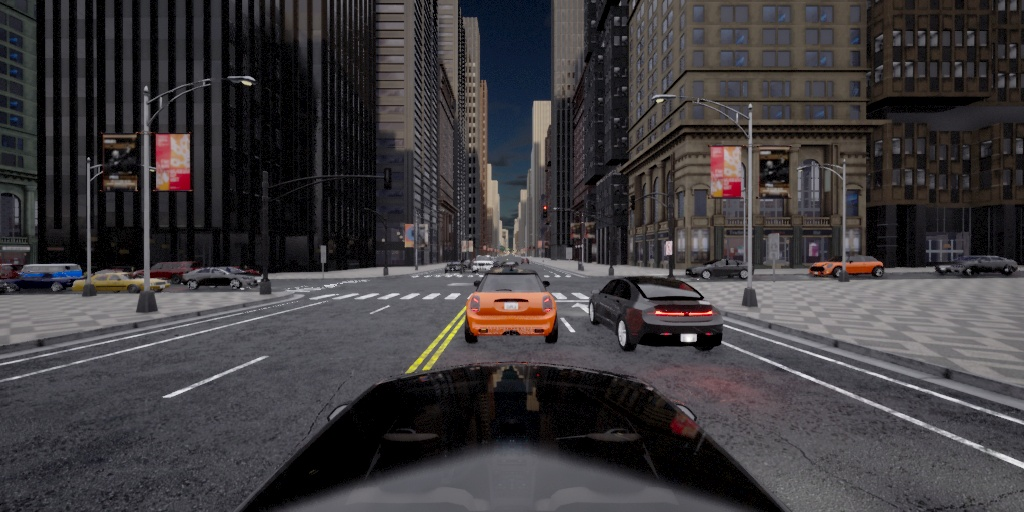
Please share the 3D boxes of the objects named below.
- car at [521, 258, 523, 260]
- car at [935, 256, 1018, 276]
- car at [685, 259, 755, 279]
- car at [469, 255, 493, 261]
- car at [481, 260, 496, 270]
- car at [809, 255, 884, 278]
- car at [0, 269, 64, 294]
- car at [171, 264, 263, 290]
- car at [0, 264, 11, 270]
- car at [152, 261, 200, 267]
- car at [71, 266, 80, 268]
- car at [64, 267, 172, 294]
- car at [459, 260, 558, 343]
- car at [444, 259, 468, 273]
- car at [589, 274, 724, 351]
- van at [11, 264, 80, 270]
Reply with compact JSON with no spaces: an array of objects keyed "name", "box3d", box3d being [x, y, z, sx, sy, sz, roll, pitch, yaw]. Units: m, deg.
[{"name":"car","box3d":[-0.247,1.213,37.630,1.882,1.535,5.008,1,0,6]},{"name":"car","box3d":[36.085,0.723,27.949,4.902,1.511,2.128,-1,0,0]},{"name":"car","box3d":[16.121,1.003,27.941,4.892,1.490,1.837,-1,0,0]},{"name":"car","box3d":[-3.456,0.951,43.252,2.150,2.045,5.566,0,0,0]},{"name":"car","box3d":[-3.465,1.284,53.224,1.994,1.385,4.181,0,0,1]},{"name":"car","box3d":[25.949,0.719,27.946,4.553,1.767,2.097,-1,0,0]},{"name":"car","box3d":[-31.805,1.762,24.695,4.718,1.301,1.895,-1,0,-1]},{"name":"car","box3d":[-19.841,1.490,24.677,4.902,1.511,2.128,-1,0,1]},{"name":"car","box3d":[-44.394,1.621,30.583,5.009,1.841,2.192,0,0,0]},{"name":"car","box3d":[-29.133,1.414,30.570,5.009,1.841,2.192,0,0,0]},{"name":"car","box3d":[-34.220,1.751,30.574,4.207,1.307,1.802,0,0,0]},{"name":"car","box3d":[-23.884,1.592,22.038,4.829,1.417,1.751,0,0,0]},{"name":"car","box3d":[-0.008,1.101,9.858,2.097,1.767,4.553,0,0,0]},{"name":"car","box3d":[-6.703,1.295,42.409,1.994,1.385,4.181,0,0,0]},{"name":"car","box3d":[3.234,1.254,8.998,1.837,1.490,4.892,0,0,0]},{"name":"van","box3d":[-39.307,1.578,30.578,3.998,1.789,1.690,0,0,0]}]
